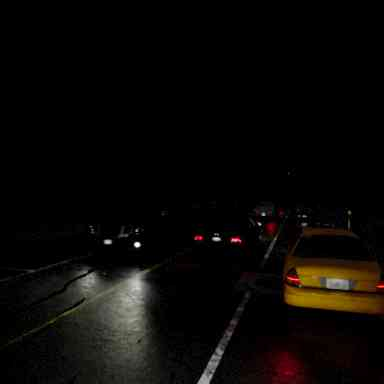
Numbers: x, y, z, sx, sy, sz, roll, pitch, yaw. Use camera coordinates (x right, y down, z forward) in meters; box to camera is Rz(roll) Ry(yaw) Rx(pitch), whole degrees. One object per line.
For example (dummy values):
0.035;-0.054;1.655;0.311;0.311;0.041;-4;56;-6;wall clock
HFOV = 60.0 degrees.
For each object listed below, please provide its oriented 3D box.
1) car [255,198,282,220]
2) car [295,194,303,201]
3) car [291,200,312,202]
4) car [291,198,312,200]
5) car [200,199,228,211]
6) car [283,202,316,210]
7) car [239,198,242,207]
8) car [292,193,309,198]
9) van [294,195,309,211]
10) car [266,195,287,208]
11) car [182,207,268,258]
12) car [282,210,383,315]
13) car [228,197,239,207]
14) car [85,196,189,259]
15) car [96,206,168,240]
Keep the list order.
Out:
6.205;1.505;27.725;1.812;1.442;4.674;0;0;18;car
26.714;1.428;83.217;1.967;1.590;4.097;0;0;17;car
8.514;1.539;25.559;2.008;1.369;4.403;0;0;18;car
10.202;1.552;30.819;1.947;1.339;4.313;0;0;18;car
2.081;1.542;33.416;1.802;1.307;4.206;0;0;18;car
6.827;1.542;20.300;2.008;1.369;4.403;0;0;18;car
5.457;1.396;43.938;1.967;1.590;4.097;0;0;18;car
11.890;1.299;36.078;2.192;1.841;5.009;0;0;18;car
13.578;1.323;41.338;1.690;1.788;3.998;0;0;18;van
10.783;1.465;41.666;2.128;1.511;4.902;0;0;18;car
1.548;1.534;12.870;2.033;1.411;5.357;0;0;18;car
3.118;1.455;7.787;1.801;1.575;5.366;0;0;18;car
3.769;1.524;38.677;1.947;1.339;4.313;0;0;18;car
-1.781;1.199;12.977;2.150;2.045;5.566;0;0;18;car
-2.983;1.534;17.633;1.947;1.339;4.313;0;0;18;car
